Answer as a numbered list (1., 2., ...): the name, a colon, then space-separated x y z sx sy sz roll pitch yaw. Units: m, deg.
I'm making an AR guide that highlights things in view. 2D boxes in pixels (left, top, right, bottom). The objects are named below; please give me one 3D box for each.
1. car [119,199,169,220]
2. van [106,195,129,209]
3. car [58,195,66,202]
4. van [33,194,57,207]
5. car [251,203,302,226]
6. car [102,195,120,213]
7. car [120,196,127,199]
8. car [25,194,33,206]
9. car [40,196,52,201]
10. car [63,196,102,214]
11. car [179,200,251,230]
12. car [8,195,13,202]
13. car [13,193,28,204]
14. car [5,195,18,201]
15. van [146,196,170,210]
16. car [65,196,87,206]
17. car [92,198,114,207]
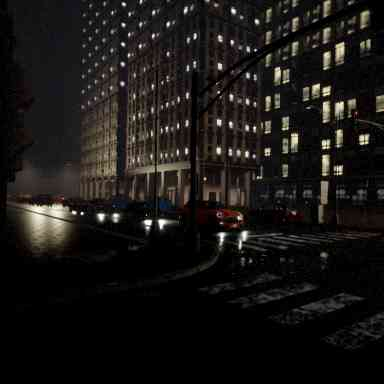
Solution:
1. car: -4.094 1.502 27.822 1.994 1.385 4.181 1 -1 -35
2. van: -10.597 1.368 46.973 1.690 1.788 3.998 1 -1 -35
3. car: -15.951 1.404 44.584 2.128 1.511 4.902 1 -1 -35
4. van: -20.699 1.197 46.722 1.690 1.788 3.998 1 -1 -35
5. car: 5.765 1.505 23.952 1.967 1.590 4.097 1 -1 -35
6. car: -9.960 1.402 36.090 1.882 1.535 5.008 1 -1 -36
7. car: -7.328 1.584 42.366 2.008 1.369 4.403 1 -1 -35
8. car: -23.976 1.432 51.324 1.802 1.307 4.206 1 -1 -35
9. car: -36.782 1.570 83.801 1.802 1.307 4.206 1 -1 -35
10. car: -10.885 1.427 32.908 2.008 1.369 4.403 1 -1 -35
11. car: 1.111 1.303 20.509 2.097 1.767 4.553 1 -1 -35
12. car: -37.066 1.396 69.740 1.947 1.339 4.313 1 -1 -35
13. car: -30.517 1.155 60.534 2.192 1.841 5.009 1 -1 -35
14. car: -40.338 1.377 74.344 2.008 1.369 4.403 1 -1 -35
15. van: -4.052 1.382 37.764 1.690 1.788 3.998 1 -1 -35
16. car: -18.899 1.456 54.176 2.128 1.511 4.902 1 -1 -35
17. car: -13.874 1.586 51.574 1.947 1.339 4.313 1 -1 -35
